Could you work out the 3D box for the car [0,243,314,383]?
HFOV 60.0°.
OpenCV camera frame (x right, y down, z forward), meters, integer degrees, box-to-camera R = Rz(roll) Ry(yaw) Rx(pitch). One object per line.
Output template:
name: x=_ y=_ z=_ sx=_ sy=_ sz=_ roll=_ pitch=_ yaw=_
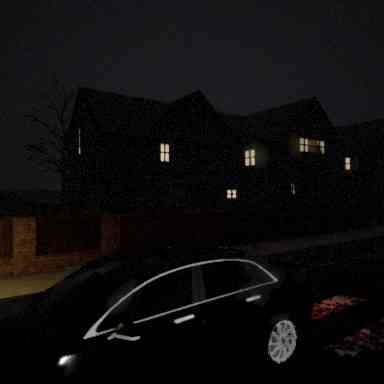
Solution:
car: x=-0.522 y=1.492 z=4.106 sx=4.892 sy=1.490 sz=1.837 roll=-1 pitch=0 yaw=-35
